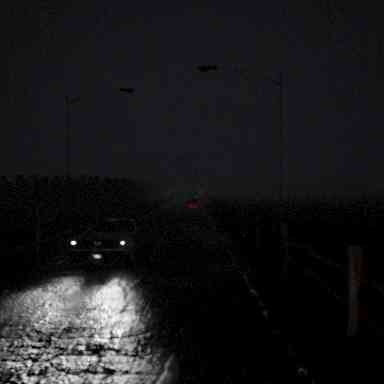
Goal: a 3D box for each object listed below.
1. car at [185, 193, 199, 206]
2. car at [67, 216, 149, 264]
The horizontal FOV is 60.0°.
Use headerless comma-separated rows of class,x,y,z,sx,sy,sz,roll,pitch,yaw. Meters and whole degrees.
car,-0.024,1.320,51.860,1.837,1.490,4.892,0,0,0
car,-2.755,1.565,11.905,1.895,1.301,4.718,0,0,0
